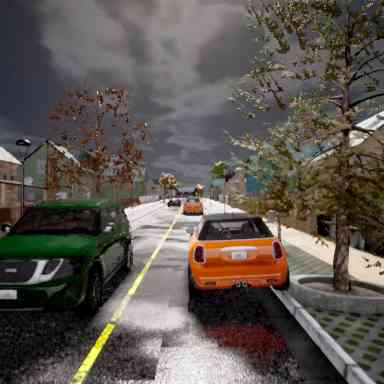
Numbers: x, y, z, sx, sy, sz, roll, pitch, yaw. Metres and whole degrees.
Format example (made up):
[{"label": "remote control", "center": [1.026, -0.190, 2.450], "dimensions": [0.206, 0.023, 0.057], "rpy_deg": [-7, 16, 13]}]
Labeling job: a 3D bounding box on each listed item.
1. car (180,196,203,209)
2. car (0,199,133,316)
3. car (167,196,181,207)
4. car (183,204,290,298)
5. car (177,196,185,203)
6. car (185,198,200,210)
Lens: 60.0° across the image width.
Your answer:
[{"label": "car", "center": [0.133, 1.412, 36.157], "dimensions": [2.097, 1.767, 4.553], "rpy_deg": [0, 0, 0]}, {"label": "car", "center": [-2.838, 1.230, 7.883], "dimensions": [2.150, 2.045, 5.566], "rpy_deg": [0, 0, 0]}, {"label": "car", "center": [-2.755, 1.665, 51.533], "dimensions": [1.994, 1.385, 4.181], "rpy_deg": [0, 0, 0]}, {"label": "car", "center": [0.936, 1.311, 8.727], "dimensions": [2.097, 1.767, 4.553], "rpy_deg": [-3, -1, 0]}, {"label": "car", "center": [-2.618, 1.739, 79.358], "dimensions": [1.812, 1.442, 4.674], "rpy_deg": [0, 0, 0]}, {"label": "car", "center": [0.098, 1.631, 45.940], "dimensions": [2.033, 1.411, 5.357], "rpy_deg": [0, 0, 1]}]
